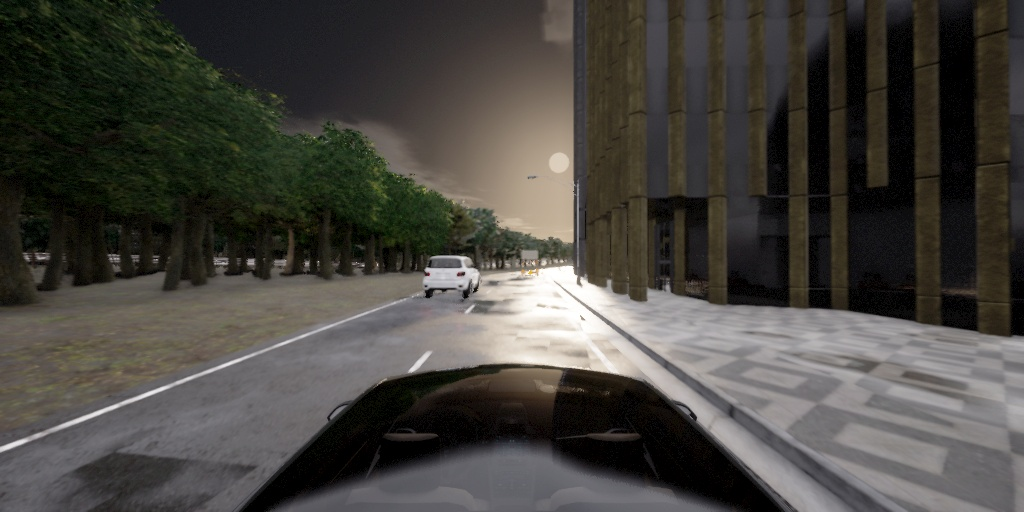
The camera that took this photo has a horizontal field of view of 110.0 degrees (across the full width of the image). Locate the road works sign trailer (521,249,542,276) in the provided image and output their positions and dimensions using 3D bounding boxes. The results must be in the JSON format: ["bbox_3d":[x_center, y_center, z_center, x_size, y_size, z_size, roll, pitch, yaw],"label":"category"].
[{"bbox_3d":[2.364,0.858,48.222,2.380,3.560,2.880,0,0,0],"label":"road works sign trailer"}]

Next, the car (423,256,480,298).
[{"bbox_3d":[-3.051,1.028,19.020,2.150,2.045,5.566,0,-1,2],"label":"car"}]
